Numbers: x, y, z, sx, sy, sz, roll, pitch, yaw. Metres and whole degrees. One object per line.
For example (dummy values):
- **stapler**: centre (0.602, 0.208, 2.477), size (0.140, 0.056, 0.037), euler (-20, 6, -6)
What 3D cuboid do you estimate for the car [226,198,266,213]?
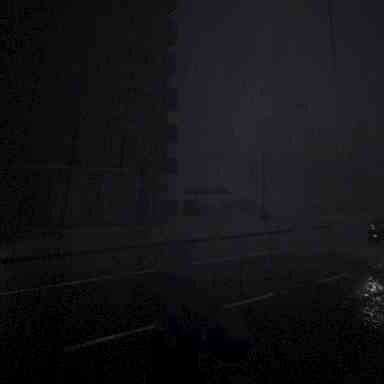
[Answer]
- **car**: centre (5.734, 1.435, 35.664), size (2.128, 1.511, 4.902), euler (0, 0, -36)

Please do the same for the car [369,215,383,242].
- **car**: centre (9.958, 1.477, 15.449), size (5.008, 1.535, 1.882), euler (0, 1, -44)

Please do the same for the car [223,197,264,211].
- **car**: centre (6.220, 1.435, 40.876), size (2.128, 1.511, 4.902), euler (0, 0, -37)
